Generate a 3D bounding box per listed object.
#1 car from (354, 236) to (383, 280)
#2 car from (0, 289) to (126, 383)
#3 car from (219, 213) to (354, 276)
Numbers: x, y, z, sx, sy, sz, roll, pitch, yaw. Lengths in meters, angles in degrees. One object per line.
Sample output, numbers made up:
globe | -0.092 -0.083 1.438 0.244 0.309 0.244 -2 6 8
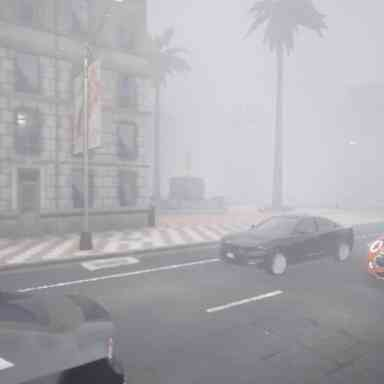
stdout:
car | 6.494 1.310 8.566 4.553 1.767 2.097 0 0 -35
car | -2.824 1.497 1.971 4.902 1.511 2.128 0 0 -36
car | 3.089 1.442 10.459 5.008 1.535 1.882 0 0 -35
